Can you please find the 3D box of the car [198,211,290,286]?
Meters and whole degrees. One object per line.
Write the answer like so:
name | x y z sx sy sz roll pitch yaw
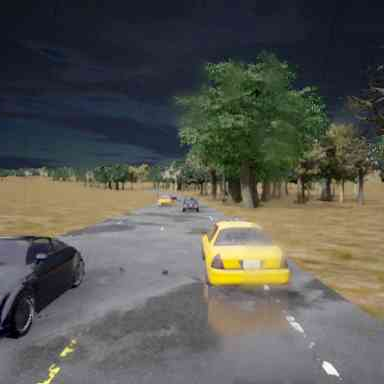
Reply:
car | 1.218 1.464 9.381 1.801 1.575 5.366 0 0 0

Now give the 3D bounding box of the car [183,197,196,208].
car | -0.358 1.455 48.815 1.812 1.442 4.674 0 0 -1

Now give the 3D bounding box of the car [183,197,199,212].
car | -0.148 1.515 38.233 2.033 1.411 5.357 0 0 -1

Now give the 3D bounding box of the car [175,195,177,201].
car | -4.533 1.391 79.931 1.895 1.301 4.718 0 0 -2

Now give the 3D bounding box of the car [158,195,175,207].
car | -3.988 1.404 49.757 1.882 1.535 5.008 0 0 -1

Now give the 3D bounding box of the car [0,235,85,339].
car | -3.608 1.571 6.463 1.994 1.385 4.181 0 0 0
